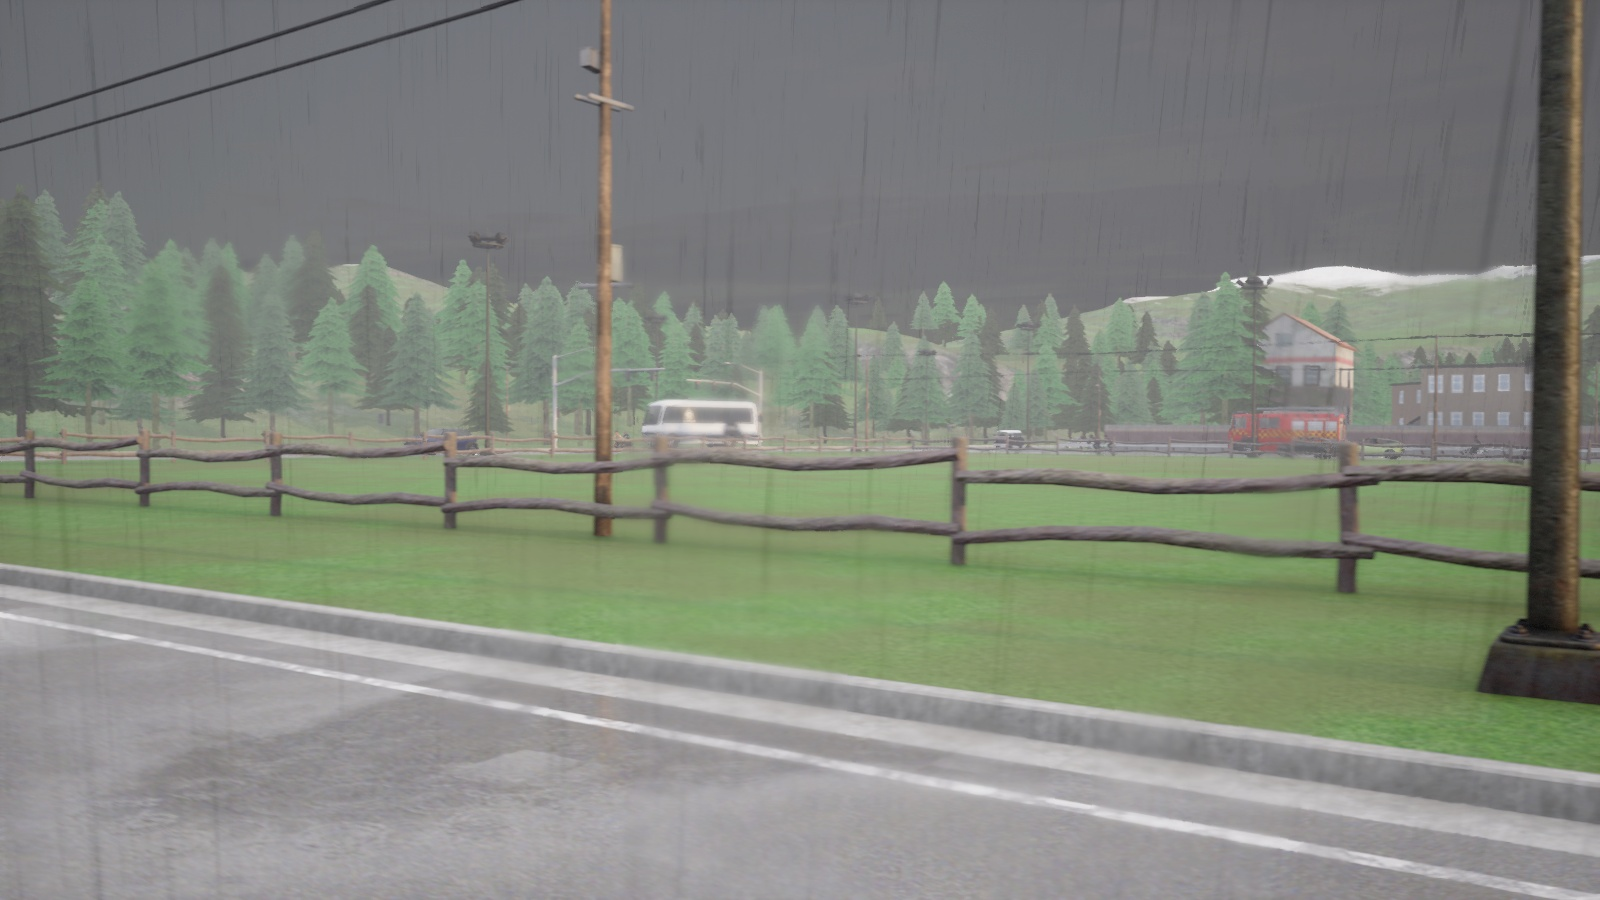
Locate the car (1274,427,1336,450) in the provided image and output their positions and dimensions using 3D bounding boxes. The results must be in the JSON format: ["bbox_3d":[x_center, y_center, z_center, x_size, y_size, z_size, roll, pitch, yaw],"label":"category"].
[{"bbox_3d":[35.342,-0.782,87.946,3.705,1.549,1.789,0,1,34],"label":"car"}]

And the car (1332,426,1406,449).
[{"bbox_3d":[40.267,-0.877,88.854,4.514,1.525,2.007,0,1,34],"label":"car"}]

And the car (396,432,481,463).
[{"bbox_3d":[-21.589,-0.151,75.101,2.097,1.767,4.553,0,1,34],"label":"car"}]
